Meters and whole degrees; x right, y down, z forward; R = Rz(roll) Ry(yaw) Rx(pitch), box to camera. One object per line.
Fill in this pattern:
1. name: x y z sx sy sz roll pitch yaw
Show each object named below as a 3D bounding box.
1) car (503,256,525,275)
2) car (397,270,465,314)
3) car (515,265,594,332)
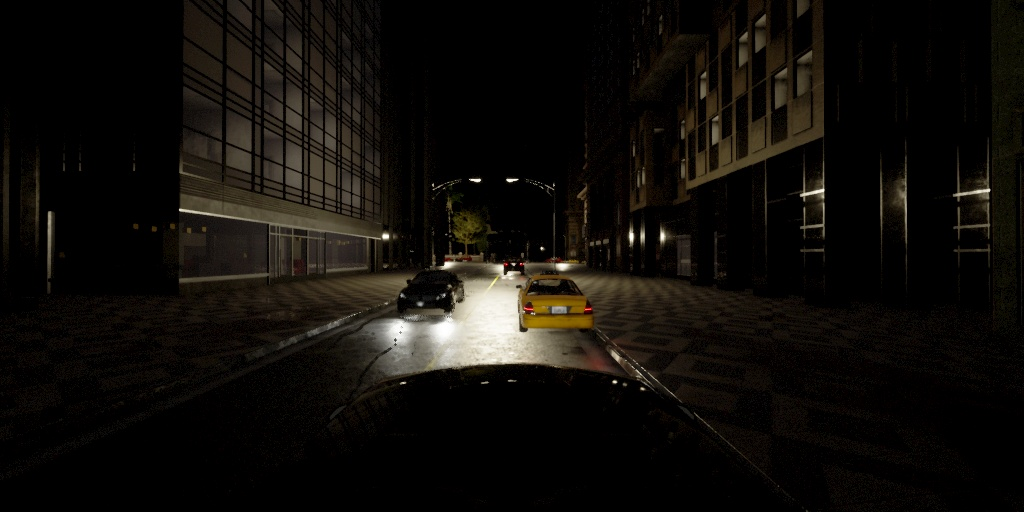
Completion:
1. car: 0.233 0.976 38.290 2.150 2.045 5.566 0 0 1
2. car: -2.947 1.277 13.876 1.812 1.442 4.674 0 0 0
3. car: 1.089 1.206 10.740 1.801 1.575 5.366 0 0 0
